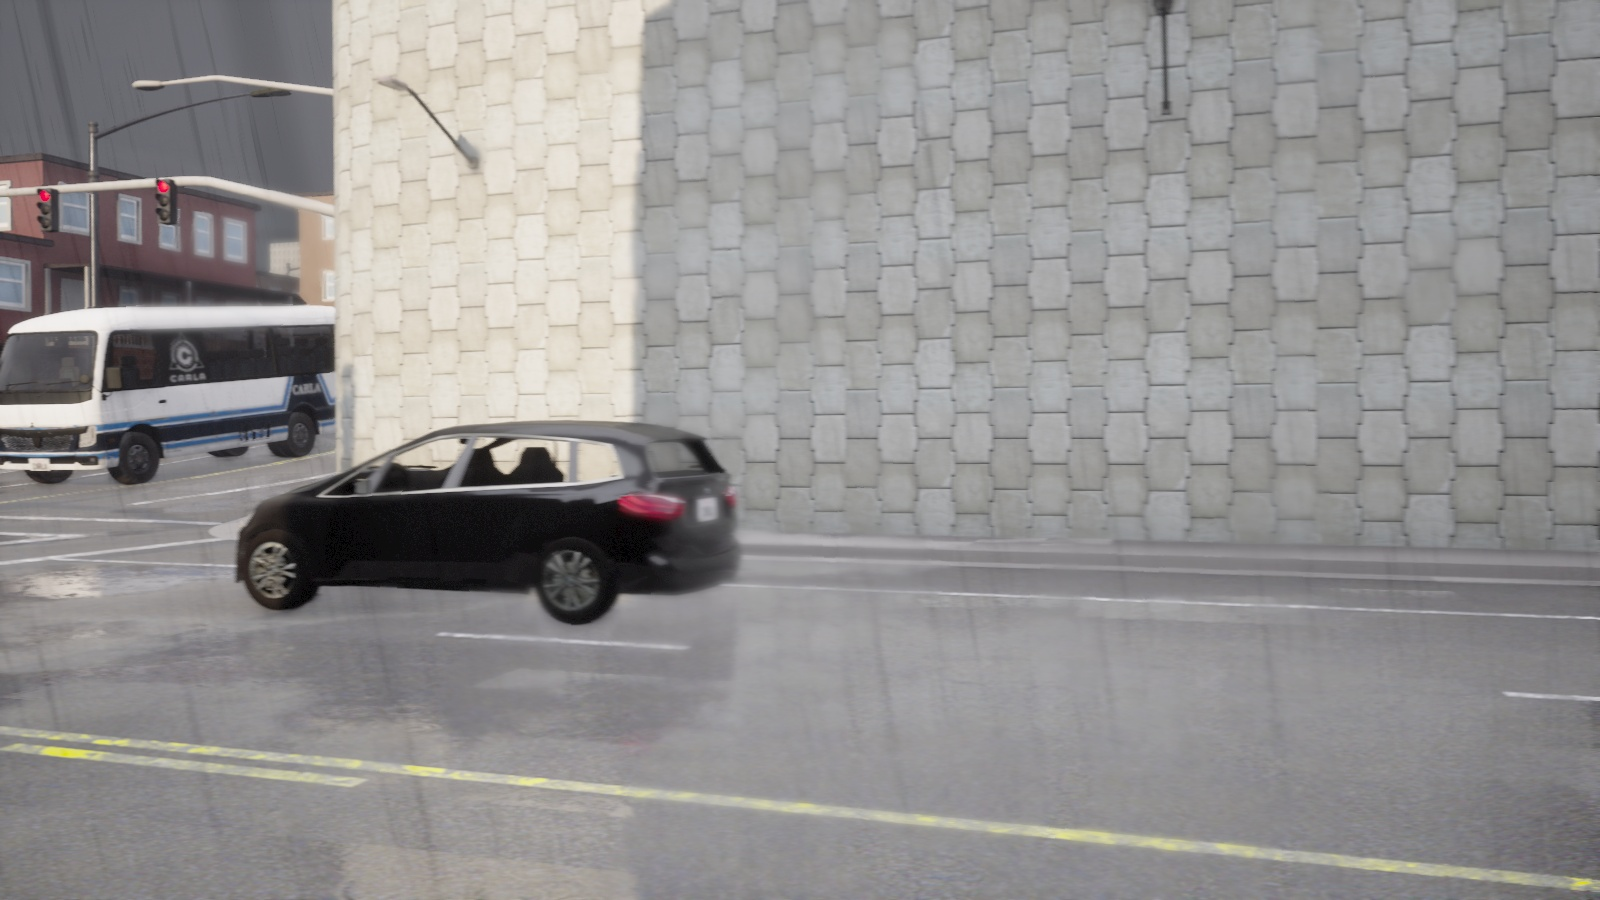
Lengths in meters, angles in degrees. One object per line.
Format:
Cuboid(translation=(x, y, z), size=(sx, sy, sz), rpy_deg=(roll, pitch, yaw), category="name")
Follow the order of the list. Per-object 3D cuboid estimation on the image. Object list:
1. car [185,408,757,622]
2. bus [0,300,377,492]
Cuboid(translation=(-2.952, 0.474, 11.571), size=(4.611, 1.667, 2.242), rpy_deg=(1, 1, 18), category="car")
Cuboid(translation=(-16.246, -1.756, 33.260), size=(3.944, 4.253, 10.273), rpy_deg=(1, 7, 18), category="bus")
